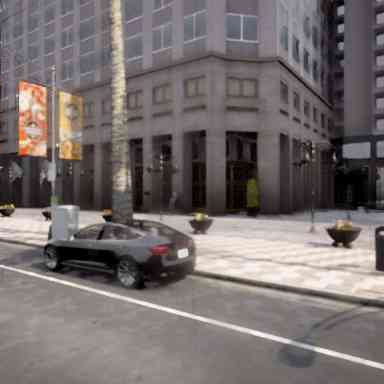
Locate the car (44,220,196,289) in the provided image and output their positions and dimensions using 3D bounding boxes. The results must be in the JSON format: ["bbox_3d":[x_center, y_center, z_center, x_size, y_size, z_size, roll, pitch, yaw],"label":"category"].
[{"bbox_3d":[-2.135,1.513,9.287,4.786,1.482,2.161,0,0,35],"label":"car"}]
